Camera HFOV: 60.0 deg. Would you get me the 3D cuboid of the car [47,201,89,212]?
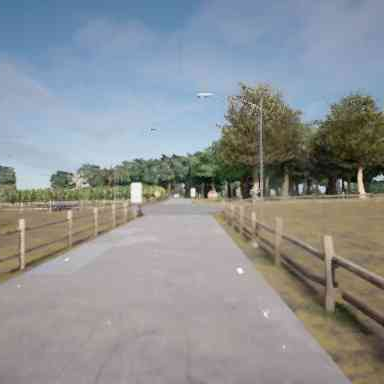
[{"bbox_3d":[-17.110,1.955,45.851,5.357,1.411,2.033,-2,-2,0],"label":"car"}]
